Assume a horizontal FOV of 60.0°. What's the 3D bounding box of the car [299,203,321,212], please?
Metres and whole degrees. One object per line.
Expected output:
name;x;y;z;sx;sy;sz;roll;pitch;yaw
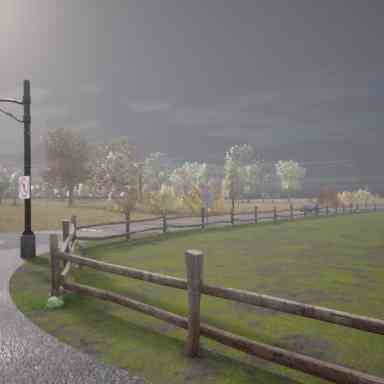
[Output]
car;18.928;2.449;52.965;2.033;1.411;5.357;-1;-2;40
